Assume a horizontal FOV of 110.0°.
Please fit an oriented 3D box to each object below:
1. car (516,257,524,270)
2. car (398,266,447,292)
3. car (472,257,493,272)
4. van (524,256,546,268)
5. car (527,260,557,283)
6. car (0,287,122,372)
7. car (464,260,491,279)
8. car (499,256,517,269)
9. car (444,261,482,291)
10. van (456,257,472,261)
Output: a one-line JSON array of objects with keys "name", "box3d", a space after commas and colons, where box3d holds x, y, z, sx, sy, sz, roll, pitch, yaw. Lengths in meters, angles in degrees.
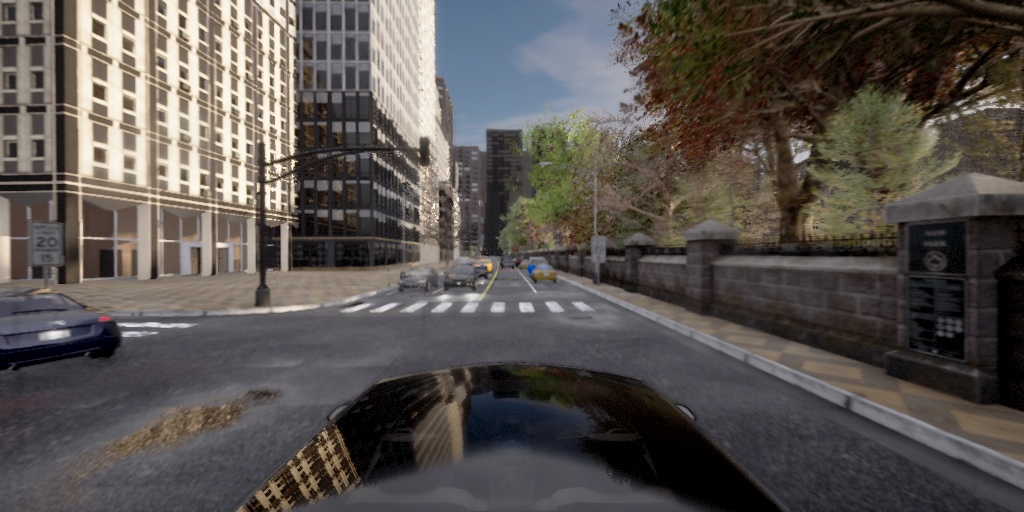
[{"name": "car", "box3d": [1.950, 1.171, 49.470, 1.751, 1.417, 4.829, 0, 0, -2]}, {"name": "car", "box3d": [-5.424, 1.302, 21.304, 2.007, 1.370, 4.403, 0, 0, -1]}, {"name": "car", "box3d": [-3.285, 1.171, 42.265, 1.882, 1.535, 5.008, 0, 0, -1]}, {"name": "van", "box3d": [2.301, 1.022, 32.670, 1.690, 1.789, 3.998, 0, 0, -1]}, {"name": "car", "box3d": [2.383, 1.218, 27.296, 1.751, 1.417, 4.829, 0, 0, -1]}, {"name": "car", "box3d": [-9.538, 1.274, 6.564, 4.181, 1.385, 1.994, 0, 0, 17]}, {"name": "car", "box3d": [-3.116, 1.280, 31.839, 1.994, 1.385, 4.181, 0, 0, -2]}, {"name": "car", "box3d": [-0.600, 1.145, 52.143, 2.128, 1.511, 4.902, 0, 0, -1]}, {"name": "car", "box3d": [-3.009, 1.241, 21.859, 1.837, 1.490, 4.892, 0, 0, -3]}, {"name": "van", "box3d": [-5.935, 1.047, 43.484, 1.690, 1.789, 3.998, 0, 0, -1]}]
